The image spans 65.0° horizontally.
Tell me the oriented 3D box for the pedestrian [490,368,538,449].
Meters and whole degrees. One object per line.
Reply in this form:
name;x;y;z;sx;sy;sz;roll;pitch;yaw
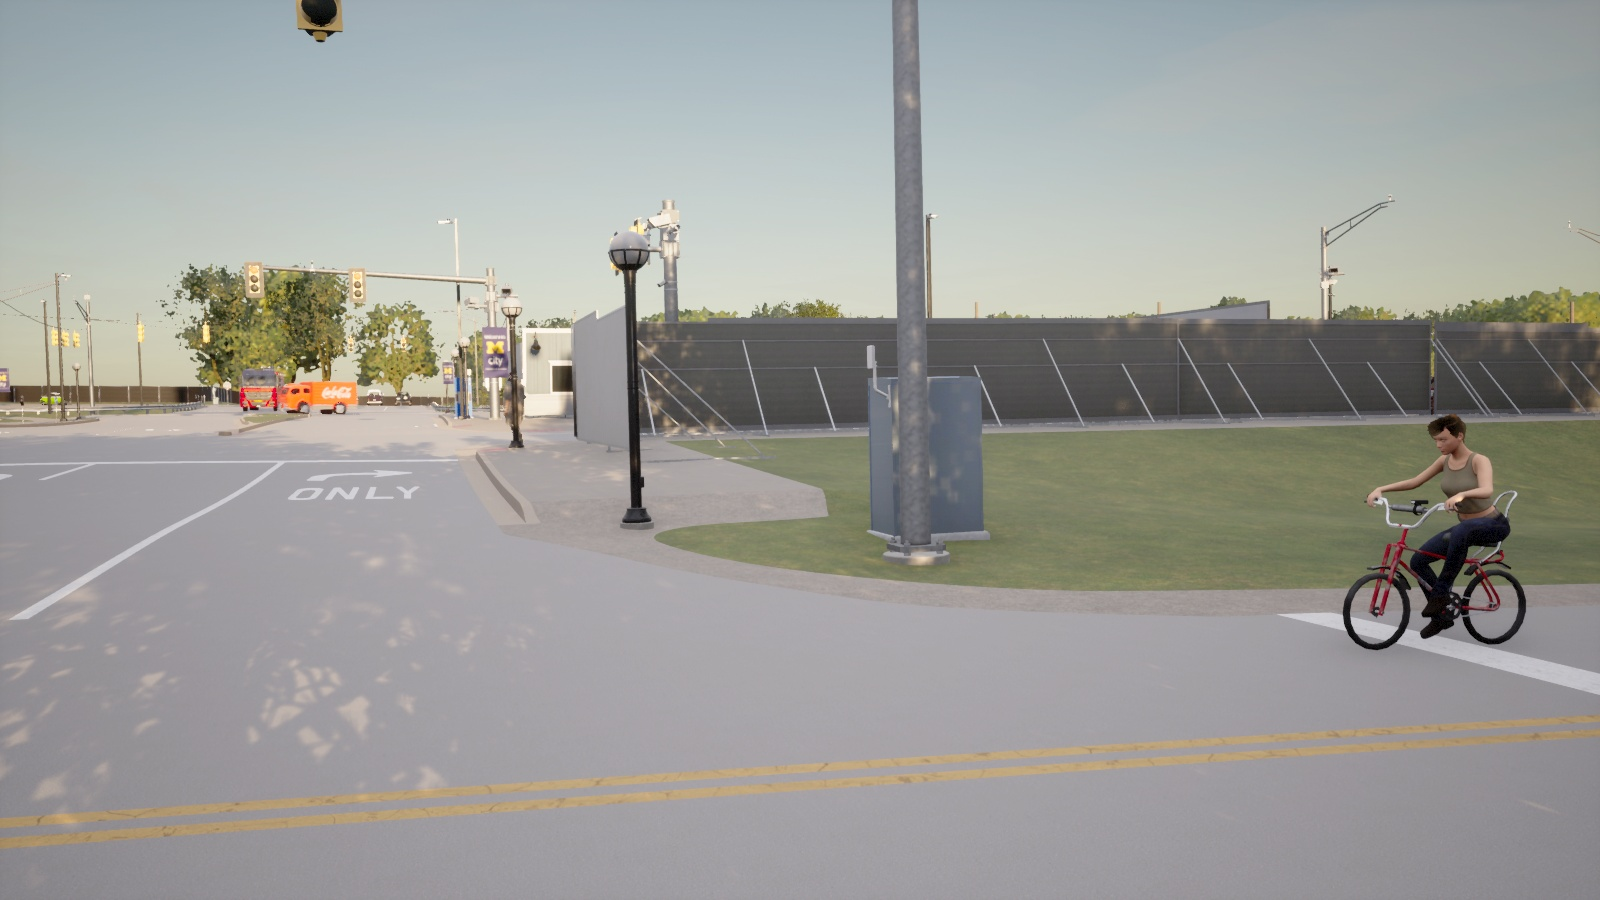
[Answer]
pedestrian;-6.945;-1.007;30.498;0.873;1.952;0.659;0;3;29

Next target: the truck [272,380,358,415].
truck;-35.483;-3.844;91.971;2.627;2.467;5.204;1;2;43

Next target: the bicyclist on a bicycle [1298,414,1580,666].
bicyclist on a bicycle;4.373;0.569;8.649;1.509;1.612;0.866;0;1;-14
